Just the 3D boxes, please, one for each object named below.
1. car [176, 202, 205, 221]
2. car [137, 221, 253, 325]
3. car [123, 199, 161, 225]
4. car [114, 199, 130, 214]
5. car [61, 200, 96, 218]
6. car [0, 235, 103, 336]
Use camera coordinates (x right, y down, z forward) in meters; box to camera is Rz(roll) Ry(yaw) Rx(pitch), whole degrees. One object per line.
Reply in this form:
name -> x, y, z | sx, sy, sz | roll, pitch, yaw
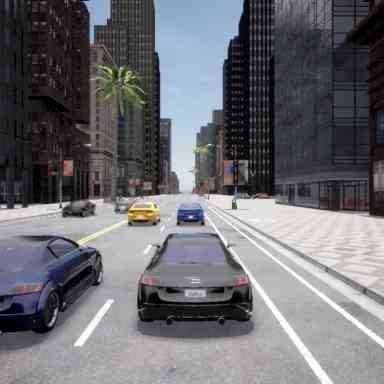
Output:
car -> -0.110, 1.477, 24.034 | 1.882, 1.535, 5.008 | 0, 0, -1
car -> 0.036, 1.563, 7.230 | 1.994, 1.385, 4.181 | 0, 0, 0
car -> -3.361, 1.477, 24.008 | 1.882, 1.535, 5.008 | 0, 0, 0
car -> -6.908, 1.492, 35.218 | 2.128, 1.511, 4.902 | 0, 0, 0
car -> -10.114, 1.477, 30.024 | 1.882, 1.535, 5.008 | 0, 0, -1
car -> -3.210, 1.563, 6.778 | 1.994, 1.385, 4.181 | 0, 0, 0
